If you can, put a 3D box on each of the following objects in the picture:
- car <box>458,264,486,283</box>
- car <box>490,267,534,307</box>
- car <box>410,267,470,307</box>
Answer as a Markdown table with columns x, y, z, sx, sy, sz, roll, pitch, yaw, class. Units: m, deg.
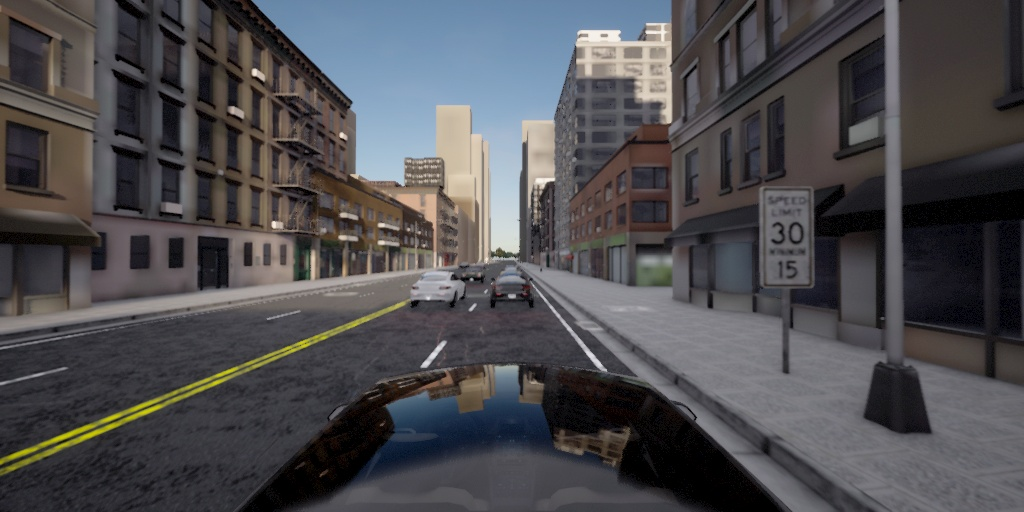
| x | y | z | sx | sy | sz | roll | pitch | yaw | class |
| --- | --- | --- | --- | --- | --- | --- | --- | --- | --- |
| -3.242 | 1.628 | 30.959 | 1.895 | 1.301 | 4.718 | 0 | -1 | 0 | car |
| 0.007 | 1.413 | 16.248 | 1.812 | 1.442 | 4.674 | 0 | 0 | 0 | car |
| -3.242 | 1.413 | 16.229 | 1.812 | 1.442 | 4.674 | 0 | 0 | 0 | car |
